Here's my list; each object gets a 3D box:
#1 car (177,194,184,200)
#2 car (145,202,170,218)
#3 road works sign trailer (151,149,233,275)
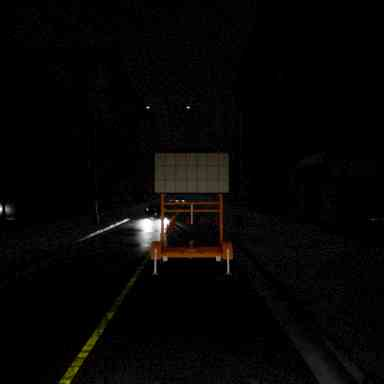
[{"bbox_3d":[-3.042,1.354,87.589,1.882,1.535,5.008,0,0,0],"label":"car"},{"bbox_3d":[-3.115,1.588,30.581,1.895,1.301,4.718,0,0,0],"label":"car"},{"bbox_3d":[-0.005,0.463,10.473,2.380,3.560,2.880,0,0,0],"label":"road works sign trailer"}]
